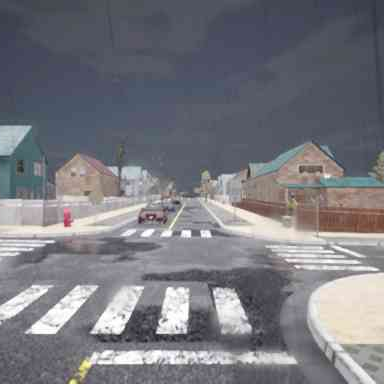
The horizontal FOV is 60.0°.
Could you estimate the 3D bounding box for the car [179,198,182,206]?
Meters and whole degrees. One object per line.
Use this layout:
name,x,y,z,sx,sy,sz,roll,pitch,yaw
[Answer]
car,-2.736,1.645,55.971,1.895,1.301,4.718,0,0,1

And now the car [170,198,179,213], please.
car,-2.809,1.569,37.002,1.994,1.385,4.181,0,0,0

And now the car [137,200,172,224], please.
car,-2.819,1.557,24.738,1.994,1.385,4.181,0,0,0
